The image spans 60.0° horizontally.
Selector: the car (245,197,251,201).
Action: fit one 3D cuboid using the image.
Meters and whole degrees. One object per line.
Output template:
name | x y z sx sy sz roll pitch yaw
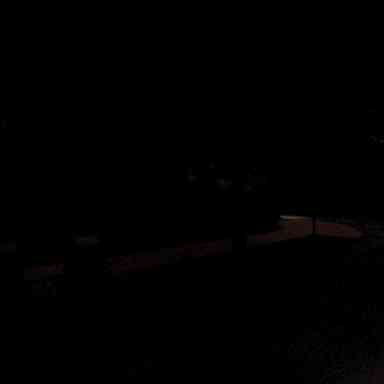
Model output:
car | 4.529 1.195 29.834 4.553 1.767 2.097 0 0 42
